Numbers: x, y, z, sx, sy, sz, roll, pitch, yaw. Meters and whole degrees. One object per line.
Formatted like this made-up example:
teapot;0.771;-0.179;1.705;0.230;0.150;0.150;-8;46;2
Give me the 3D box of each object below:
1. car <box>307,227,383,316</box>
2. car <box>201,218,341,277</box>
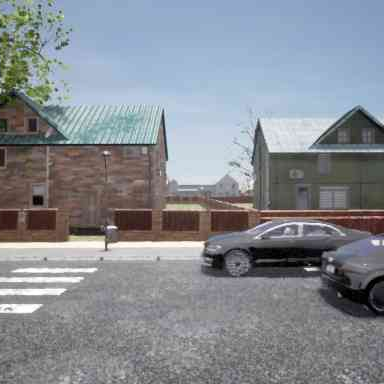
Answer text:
car;4.852;1.531;6.814;4.181;1.385;1.994;-1;-1;1
car;2.723;1.552;9.820;4.902;1.511;2.128;-1;-1;1
